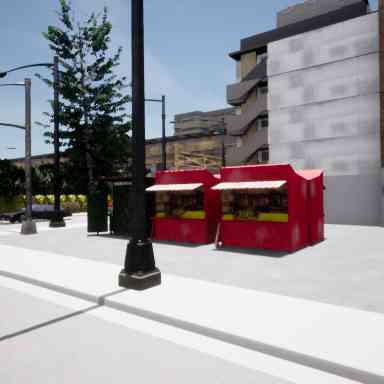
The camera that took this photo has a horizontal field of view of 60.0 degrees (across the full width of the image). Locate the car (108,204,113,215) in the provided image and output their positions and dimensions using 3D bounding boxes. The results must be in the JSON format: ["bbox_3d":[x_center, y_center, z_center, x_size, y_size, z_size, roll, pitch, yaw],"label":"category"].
[{"bbox_3d":[-6.893,1.490,34.590,2.097,1.767,4.553,-1,-1,36],"label":"car"}]

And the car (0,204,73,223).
[{"bbox_3d":[-12.427,1.686,26.946,2.033,1.411,5.357,-1,-1,36],"label":"car"}]
